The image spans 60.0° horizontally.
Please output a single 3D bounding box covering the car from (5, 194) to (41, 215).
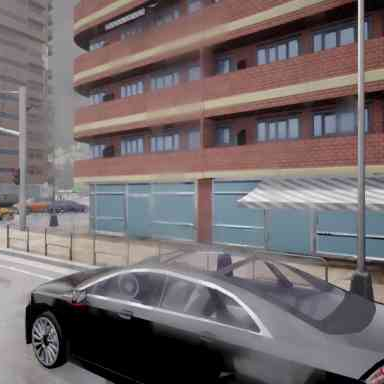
[{"bbox_3d":[-16.226,1.352,34.442,2.097,1.767,4.553,0,0,36],"label":"car"}]

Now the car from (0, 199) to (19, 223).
[{"bbox_3d":[-15.211,1.477,23.550,1.882,1.535,5.008,0,0,36],"label":"car"}]

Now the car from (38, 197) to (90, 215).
[{"bbox_3d":[-12.468,1.526,33.360,1.812,1.442,4.674,0,0,36],"label":"car"}]

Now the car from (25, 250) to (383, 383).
[{"bbox_3d":[-0.140,1.491,4.088,4.902,1.511,2.128,0,0,35],"label":"car"}]

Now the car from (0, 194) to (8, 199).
[{"bbox_3d":[-20.151,1.221,34.999,2.150,2.045,5.566,0,0,35],"label":"car"}]
